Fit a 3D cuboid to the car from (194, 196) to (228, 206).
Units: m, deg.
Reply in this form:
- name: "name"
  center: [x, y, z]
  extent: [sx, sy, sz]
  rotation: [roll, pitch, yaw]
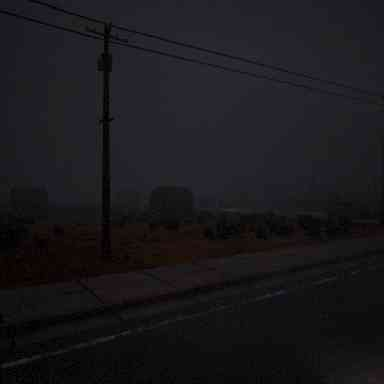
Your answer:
- name: "car"
  center: [2.775, 1.318, 44.223]
  extent: [2.097, 1.767, 4.553]
  rotation: [0, 0, -32]

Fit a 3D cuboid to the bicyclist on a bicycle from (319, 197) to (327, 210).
- name: "bicyclist on a bicycle"
  center: [15.083, 1.423, 38.128]
  extent: [1.656, 1.620, 0.582]
  rotation: [0, 0, -33]

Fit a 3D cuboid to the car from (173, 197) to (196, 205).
- name: "car"
  center: [-1.307, 1.566, 57.388]
  extent: [1.895, 1.301, 4.718]
  rotation: [0, 0, -32]

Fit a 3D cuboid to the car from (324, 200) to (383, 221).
- name: "car"
  center: [13.365, 1.443, 27.436]
  extent: [1.882, 1.535, 5.008]
  rotation: [0, 0, -30]

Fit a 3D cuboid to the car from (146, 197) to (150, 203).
- name: "car"
  center: [-6.531, 1.507, 58.970]
  extent: [1.837, 1.490, 4.892]
  rotation: [0, 0, -33]
